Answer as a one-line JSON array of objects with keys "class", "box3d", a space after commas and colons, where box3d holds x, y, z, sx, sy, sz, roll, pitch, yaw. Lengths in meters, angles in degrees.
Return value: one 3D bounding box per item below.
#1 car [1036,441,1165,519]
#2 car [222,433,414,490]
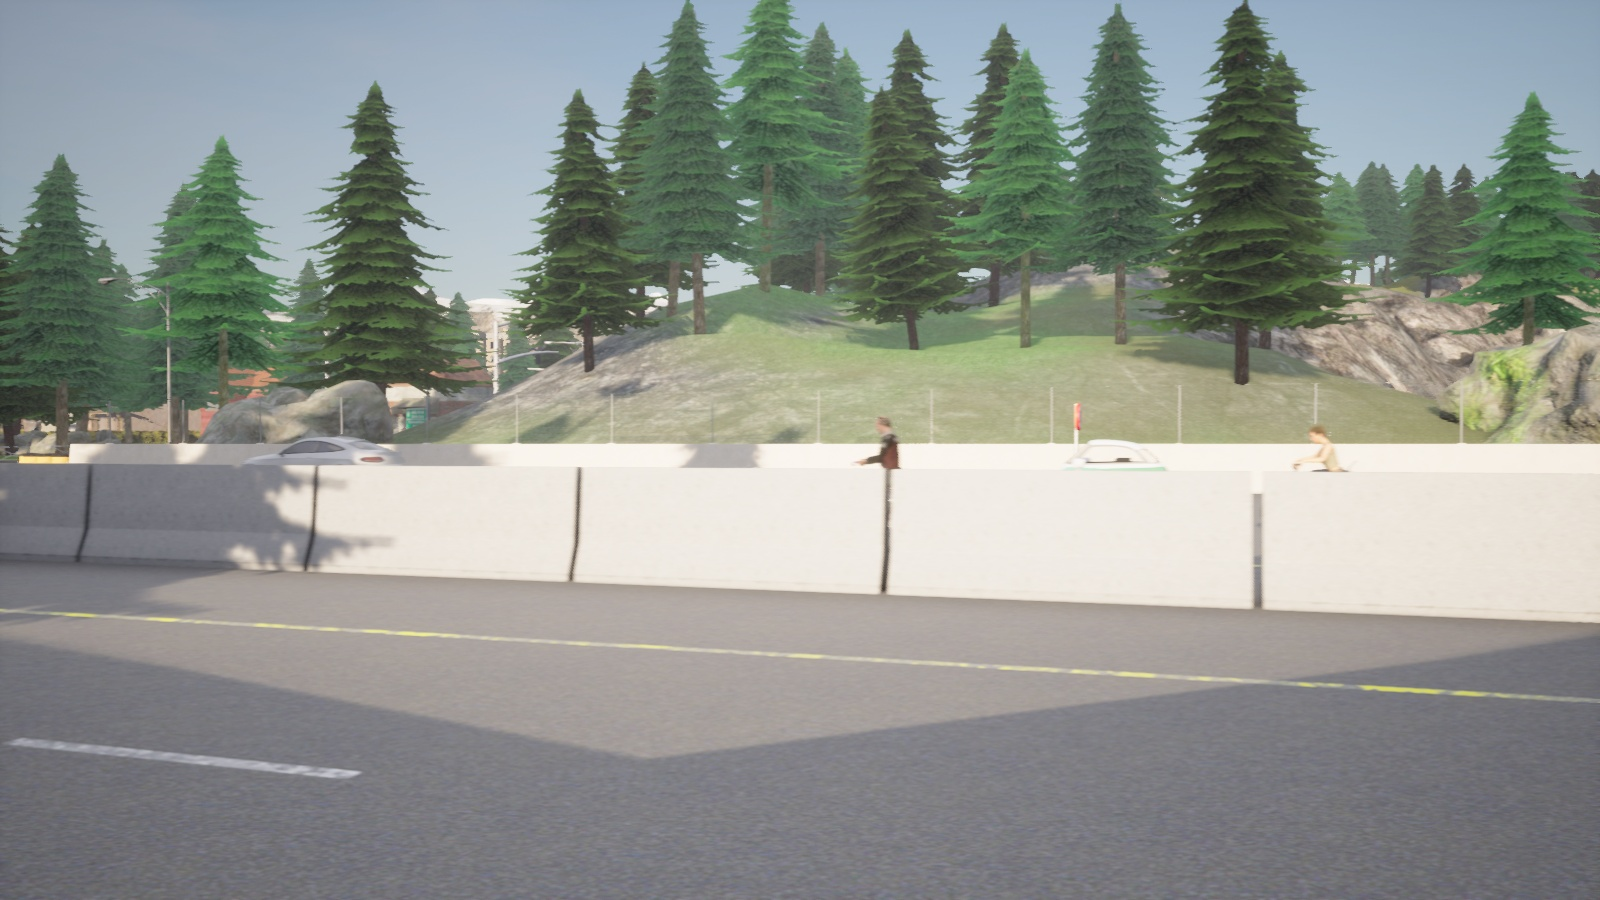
[{"class": "car", "box3d": [5.633, 0.527, 23.453, 2.207, 1.376, 1.481, 1, 1, 19]}, {"class": "car", "box3d": [-12.799, 0.270, 33.347, 4.674, 1.442, 1.812, 1, 1, 19]}]
